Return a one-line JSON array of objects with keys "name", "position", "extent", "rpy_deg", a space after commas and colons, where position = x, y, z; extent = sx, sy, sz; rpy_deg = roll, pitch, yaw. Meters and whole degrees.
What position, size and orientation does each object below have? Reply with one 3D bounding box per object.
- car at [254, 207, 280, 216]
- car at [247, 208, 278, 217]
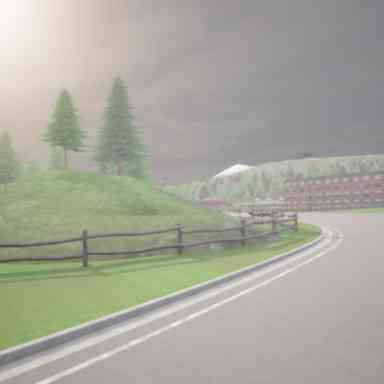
[{"name": "car", "position": [12.622, 3.345, 56.419], "extent": [1.994, 1.385, 4.181], "rpy_deg": [0, -3, -30]}, {"name": "car", "position": [10.852, 3.302, 52.898], "extent": [1.895, 1.301, 4.718], "rpy_deg": [0, -3, -27]}]
